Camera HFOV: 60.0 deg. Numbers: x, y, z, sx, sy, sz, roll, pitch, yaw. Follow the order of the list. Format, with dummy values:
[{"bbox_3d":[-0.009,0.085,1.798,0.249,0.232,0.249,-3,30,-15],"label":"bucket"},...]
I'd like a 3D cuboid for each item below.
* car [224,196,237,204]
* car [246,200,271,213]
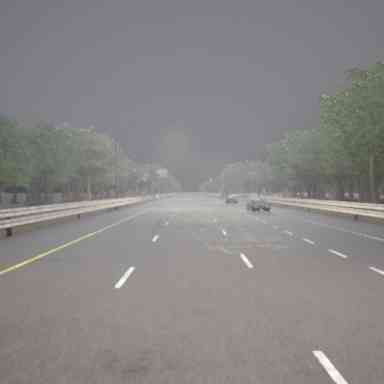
[{"bbox_3d":[7.044,1.375,60.681,1.812,1.442,4.674,0,0,1],"label":"car"},{"bbox_3d":[7.014,1.513,35.759,1.895,1.301,4.718,0,0,0],"label":"car"}]
